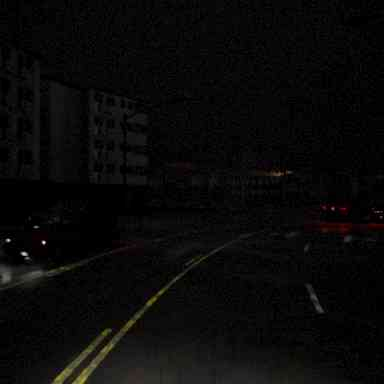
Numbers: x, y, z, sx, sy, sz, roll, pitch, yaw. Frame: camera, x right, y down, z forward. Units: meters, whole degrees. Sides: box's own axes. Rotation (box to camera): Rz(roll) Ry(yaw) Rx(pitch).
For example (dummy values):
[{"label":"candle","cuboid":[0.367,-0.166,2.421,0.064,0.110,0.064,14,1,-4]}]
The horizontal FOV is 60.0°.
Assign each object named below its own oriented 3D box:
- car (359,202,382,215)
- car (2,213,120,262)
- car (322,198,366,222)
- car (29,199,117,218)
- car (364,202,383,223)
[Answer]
[{"label":"car","cuboid":[22.104,1.969,41.320,1.994,1.385,4.181,0,0,20]},{"label":"car","cuboid":[-4.753,1.714,12.855,1.895,1.301,4.718,0,-1,18]},{"label":"car","cuboid":[13.623,1.524,29.864,2.150,2.045,5.566,0,-1,42]},{"label":"car","cuboid":[-6.449,1.387,18.584,2.150,2.045,5.566,0,-1,23]},{"label":"car","cuboid":[16.392,1.778,27.714,2.128,1.511,4.902,0,-1,42]}]
